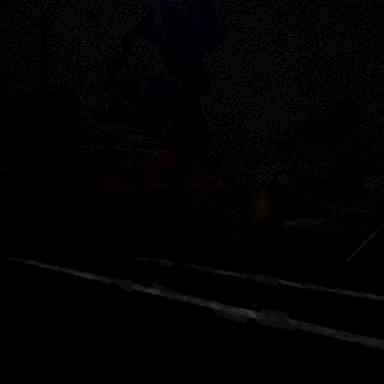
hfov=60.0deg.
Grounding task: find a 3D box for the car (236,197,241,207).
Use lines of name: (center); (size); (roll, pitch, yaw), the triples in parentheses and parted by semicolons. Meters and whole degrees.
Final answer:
car: (8.384, 1.198, 43.812); (5.027, 1.636, 2.152); (0, 0, 34)
